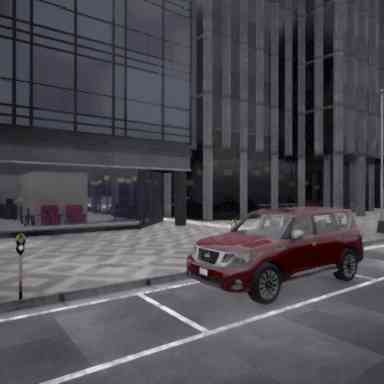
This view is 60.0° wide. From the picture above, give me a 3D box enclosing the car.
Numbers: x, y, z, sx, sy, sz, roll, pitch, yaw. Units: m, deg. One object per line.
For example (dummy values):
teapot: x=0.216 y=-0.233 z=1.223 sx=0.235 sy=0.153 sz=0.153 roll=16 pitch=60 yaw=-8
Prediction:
car: x=2.282 y=1.315 z=8.274 sx=5.009 sy=1.841 sz=2.192 roll=0 pitch=0 yaw=-35
